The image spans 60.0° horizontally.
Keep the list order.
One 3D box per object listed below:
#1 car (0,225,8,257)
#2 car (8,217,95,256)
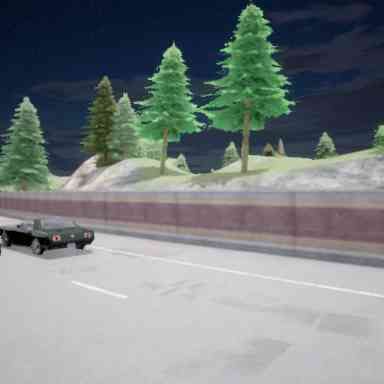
[{"bbox_3d":[-7.754,1.627,10.330,4.718,1.301,1.895,0,0,41],"label":"car"},{"bbox_3d":[-6.007,1.644,13.446,4.718,1.301,1.895,0,0,41],"label":"car"}]
